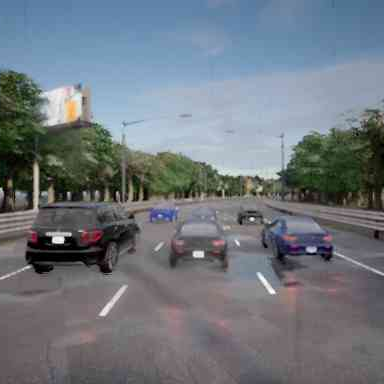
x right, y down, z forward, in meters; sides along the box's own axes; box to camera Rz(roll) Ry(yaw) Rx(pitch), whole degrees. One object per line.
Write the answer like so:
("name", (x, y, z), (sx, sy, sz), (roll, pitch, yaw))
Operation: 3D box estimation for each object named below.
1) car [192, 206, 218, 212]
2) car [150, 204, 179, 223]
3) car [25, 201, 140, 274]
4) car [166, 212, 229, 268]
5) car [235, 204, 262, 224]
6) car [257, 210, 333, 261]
("car", (0.926, 1.761, 24.760), (2.033, 1.411, 5.357), (0, 0, 4))
("car", (-2.281, 1.721, 28.363), (1.882, 1.535, 5.008), (0, 0, 5))
("car", (-3.250, 1.316, 11.058), (2.150, 2.045, 5.566), (0, 0, 3))
("car", (0.283, 1.626, 11.627), (1.812, 1.442, 4.674), (0, -1, 3))
("car", (4.608, 1.739, 26.758), (1.837, 1.490, 4.892), (0, 0, 5))
("car", (3.837, 1.636, 12.676), (1.812, 1.442, 4.674), (0, 0, 3))
